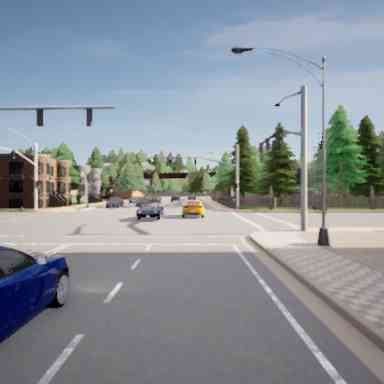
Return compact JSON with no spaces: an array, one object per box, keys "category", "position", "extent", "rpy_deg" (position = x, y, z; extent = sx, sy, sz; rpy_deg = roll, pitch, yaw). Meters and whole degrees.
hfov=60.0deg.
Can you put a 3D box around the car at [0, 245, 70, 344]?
[{"category":"car","position":[-3.441,1.476,4.887],"extent":[1.882,1.535,5.008],"rpy_deg":[0,0,0]}]

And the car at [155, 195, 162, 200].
[{"category":"car","position":[-7.007,1.335,63.680],"extent":[2.097,1.767,4.553],"rpy_deg":[0,0,0]}]

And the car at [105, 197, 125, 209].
[{"category":"car","position":[-10.576,1.489,45.944],"extent":[1.837,1.490,4.892],"rpy_deg":[0,1,0]}]

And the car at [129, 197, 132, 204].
[{"category":"car","position":[-10.523,1.475,62.111],"extent":[2.128,1.511,4.902],"rpy_deg":[0,0,0]}]

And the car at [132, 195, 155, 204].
[{"category":"car","position":[-7.064,1.491,48.637],"extent":[1.837,1.490,4.892],"rpy_deg":[0,0,0]}]

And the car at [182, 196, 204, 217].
[{"category":"car","position":[0.095,1.469,31.142],"extent":[1.882,1.535,5.008],"rpy_deg":[0,0,0]}]

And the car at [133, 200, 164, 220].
[{"category":"car","position":[-3.408,1.593,27.999],"extent":[1.895,1.301,4.718],"rpy_deg":[0,0,0]}]

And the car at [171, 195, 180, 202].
[{"category":"car","position":[-3.503,1.330,70.630],"extent":[1.837,1.490,4.892],"rpy_deg":[0,0,0]}]
